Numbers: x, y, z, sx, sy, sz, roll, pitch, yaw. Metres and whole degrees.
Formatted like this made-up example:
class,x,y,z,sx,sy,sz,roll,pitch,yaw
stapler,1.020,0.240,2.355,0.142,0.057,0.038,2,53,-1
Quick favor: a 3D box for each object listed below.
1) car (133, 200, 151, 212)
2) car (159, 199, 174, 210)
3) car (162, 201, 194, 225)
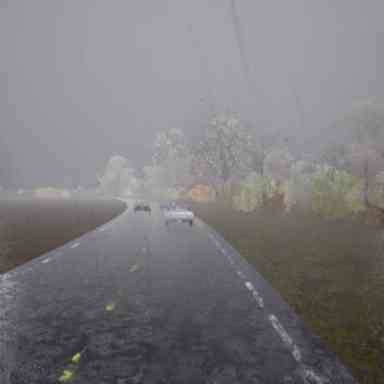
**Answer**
class,x,y,z,sx,sy,sz,roll,pitch,yaw
car,-5.587,1.590,37.452,1.895,1.301,4.718,0,0,-8
car,-3.091,1.554,41.578,1.895,1.301,4.718,0,0,-8
car,-0.994,1.575,23.703,1.895,1.301,4.718,0,0,-5
